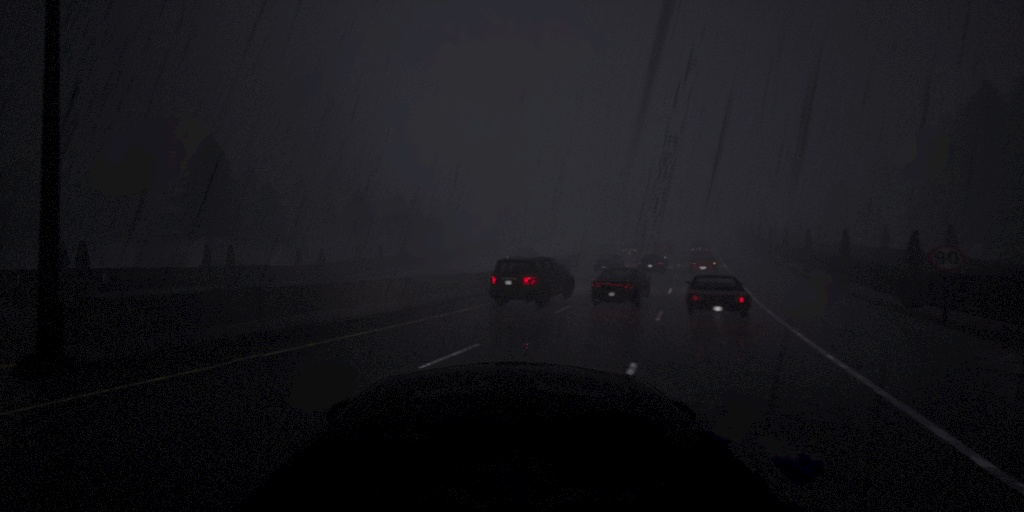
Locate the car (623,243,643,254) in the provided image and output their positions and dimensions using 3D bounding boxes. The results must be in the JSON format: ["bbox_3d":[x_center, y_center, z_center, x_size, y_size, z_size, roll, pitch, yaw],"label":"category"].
[{"bbox_3d":[14.231,-0.881,42.419,1.895,1.301,4.718,0,6,27],"label":"car"}]

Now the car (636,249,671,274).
[{"bbox_3d":[11.218,0.541,28.555,1.994,1.385,4.181,0,5,27],"label":"car"}]

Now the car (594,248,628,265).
[{"bbox_3d":[8.268,0.487,30.467,1.812,1.442,4.674,0,5,27],"label":"car"}]

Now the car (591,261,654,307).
[{"bbox_3d":[4.952,1.236,15.995,1.882,1.535,5.008,0,2,27],"label":"car"}]

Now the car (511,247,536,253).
[{"bbox_3d":[1.130,-0.127,39.791,2.097,1.767,4.553,0,6,27],"label":"car"}]

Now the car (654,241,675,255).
[{"bbox_3d":[17.381,-1.031,40.890,1.882,1.535,5.008,0,7,27],"label":"car"}]

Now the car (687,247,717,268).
[{"bbox_3d":[14.519,0.447,27.317,1.812,1.442,4.674,0,5,27],"label":"car"}]

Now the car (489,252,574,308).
[{"bbox_3d":[1.066,1.039,16.091,2.150,2.045,5.566,0,1,27],"label":"car"}]

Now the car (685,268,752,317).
[{"bbox_3d":[7.649,1.361,13.584,1.895,1.301,4.718,0,1,27],"label":"car"}]

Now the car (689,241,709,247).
[{"bbox_3d":[20.398,-0.953,39.104,2.033,1.411,5.357,0,6,27],"label":"car"}]
